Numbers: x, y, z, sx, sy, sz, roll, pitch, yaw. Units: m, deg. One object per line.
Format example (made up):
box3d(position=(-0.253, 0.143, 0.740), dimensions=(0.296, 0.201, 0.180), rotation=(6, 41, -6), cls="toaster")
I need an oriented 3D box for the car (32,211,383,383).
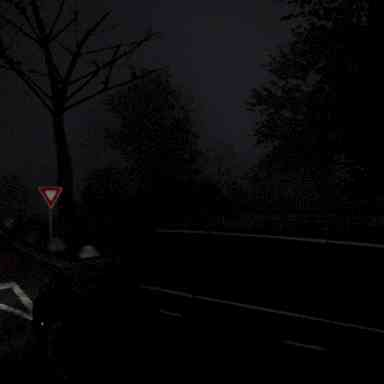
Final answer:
box3d(position=(0.523, 1.234, 3.587), dimensions=(5.566, 2.045, 2.150), rotation=(0, 0, 38), cls="car")
